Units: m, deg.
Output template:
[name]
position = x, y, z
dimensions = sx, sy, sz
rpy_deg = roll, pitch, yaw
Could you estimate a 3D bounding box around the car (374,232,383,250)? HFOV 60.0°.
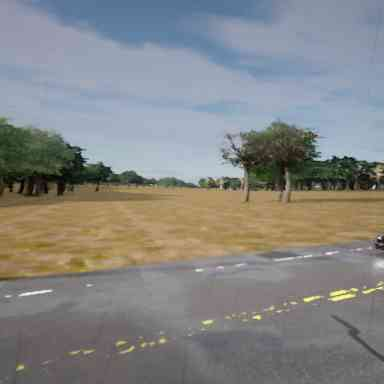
[car]
position = 9.187, 1.538, 12.195
dimensions = 5.357, 1.411, 2.033
rpy_deg = 0, 0, -26
